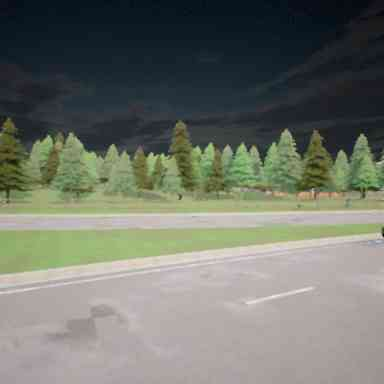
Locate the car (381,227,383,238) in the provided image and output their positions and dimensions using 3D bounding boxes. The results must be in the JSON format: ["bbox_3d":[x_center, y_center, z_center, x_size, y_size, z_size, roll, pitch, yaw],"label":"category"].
[{"bbox_3d":[10.205,1.630,13.950,4.718,1.301,1.895,0,0,-29],"label":"car"}]
